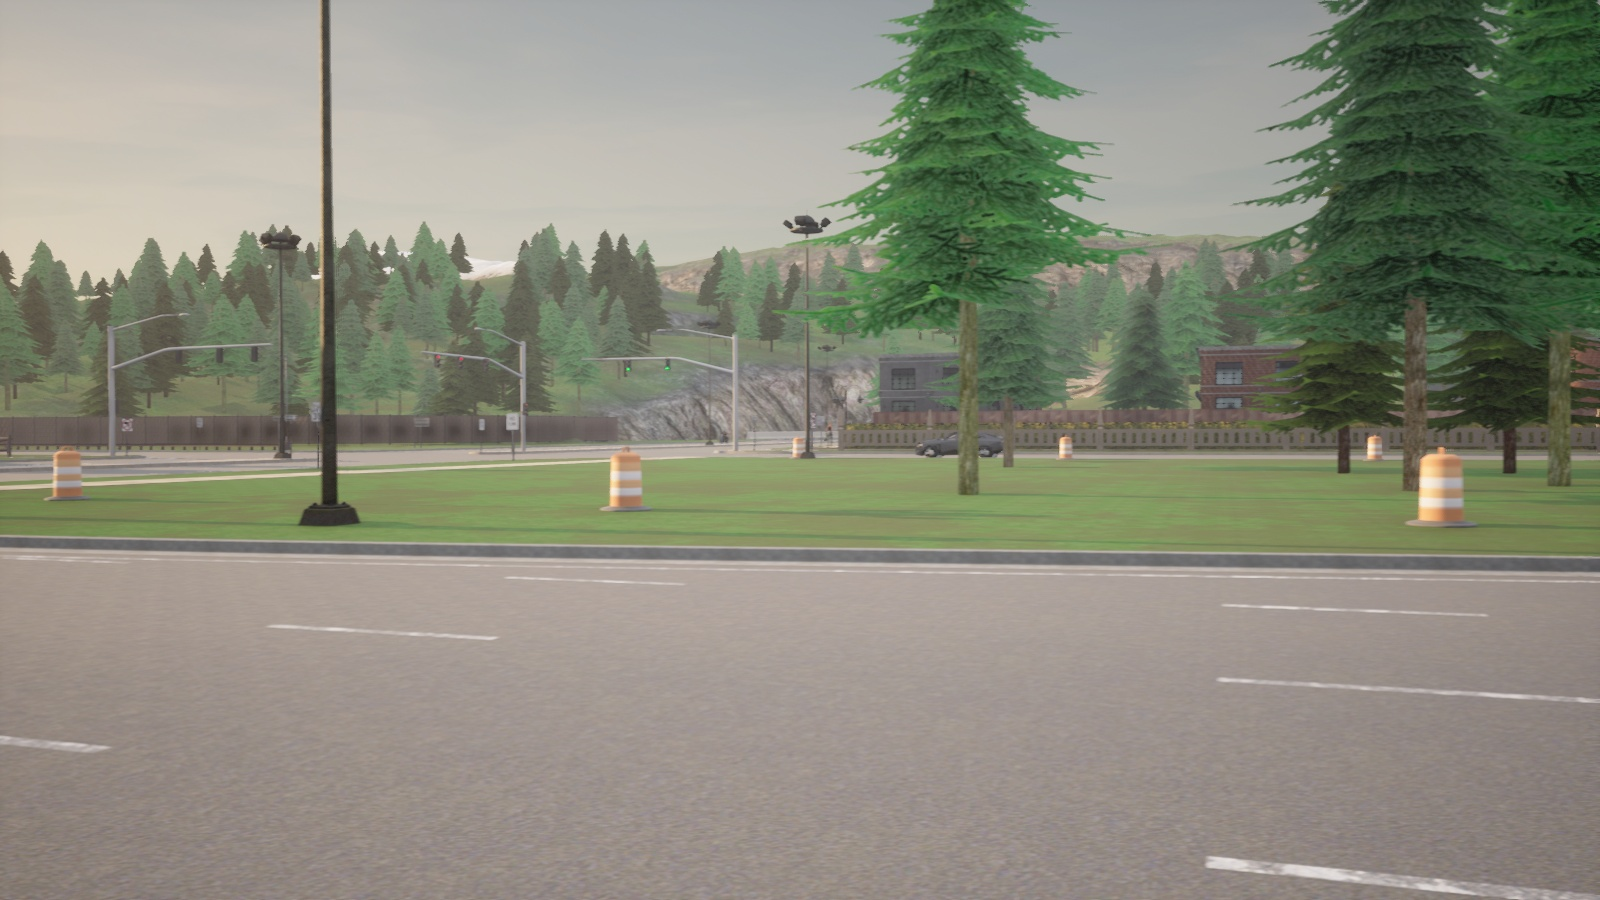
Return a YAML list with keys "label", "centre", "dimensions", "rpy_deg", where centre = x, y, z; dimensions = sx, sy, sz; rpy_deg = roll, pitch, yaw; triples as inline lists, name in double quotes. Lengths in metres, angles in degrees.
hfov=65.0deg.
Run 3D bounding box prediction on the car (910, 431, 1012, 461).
- label: "car"
  centre: [8.366, -0.230, 65.179]
  dimensions: [4.902, 1.511, 2.128]
  rpy_deg: [1, 1, 18]
